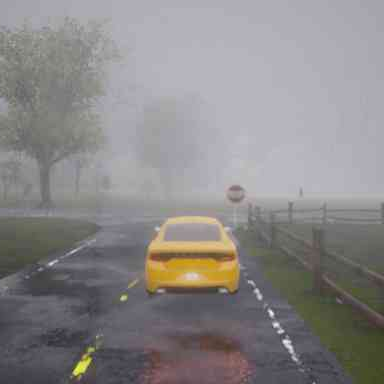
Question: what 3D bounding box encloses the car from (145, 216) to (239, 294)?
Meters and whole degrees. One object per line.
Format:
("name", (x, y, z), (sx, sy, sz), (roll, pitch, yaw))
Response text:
("car", (0.010, 1.346, 8.488), (1.882, 1.535, 5.008), (0, 1, 0))
